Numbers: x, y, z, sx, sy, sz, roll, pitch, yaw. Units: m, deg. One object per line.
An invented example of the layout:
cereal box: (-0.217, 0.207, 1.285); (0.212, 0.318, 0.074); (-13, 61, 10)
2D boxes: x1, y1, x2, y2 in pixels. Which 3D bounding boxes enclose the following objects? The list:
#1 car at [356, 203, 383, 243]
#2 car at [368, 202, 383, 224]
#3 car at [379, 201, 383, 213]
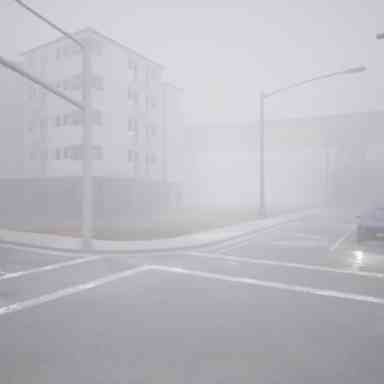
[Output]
car: (9.017, 1.501, 15.844); (1.882, 1.535, 5.008); (0, 0, 31)
car: (14.820, 1.568, 25.680); (2.033, 1.411, 5.357); (0, 0, 30)
car: (22.700, 1.618, 36.890); (4.718, 1.301, 1.895); (0, 0, -41)
